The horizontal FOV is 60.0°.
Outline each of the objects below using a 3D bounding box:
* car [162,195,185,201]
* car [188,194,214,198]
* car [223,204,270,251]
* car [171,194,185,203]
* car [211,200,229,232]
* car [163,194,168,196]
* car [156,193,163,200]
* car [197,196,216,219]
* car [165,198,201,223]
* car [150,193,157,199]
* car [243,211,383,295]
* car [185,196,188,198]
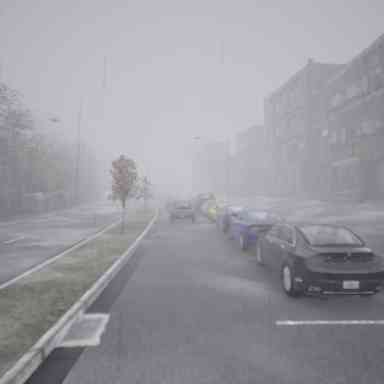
[{"bbox_3d":[-2.446,1.490,42.883,1.994,1.385,4.181,0,0,-7],"label":"car"},{"bbox_3d":[1.327,1.191,36.477,2.435,2.045,5.566,0,0,-6],"label":"car"},{"bbox_3d":[2.788,1.480,14.233,2.097,1.535,5.008,0,0,-2],"label":"car"},{"bbox_3d":[-2.812,1.293,64.050,1.946,1.575,5.366,0,0,-11],"label":"car"},{"bbox_3d":[2.568,1.477,19.797,2.097,1.535,5.008,0,0,-2],"label":"car"},{"bbox_3d":[-4.266,1.283,70.940,2.163,1.488,4.792,0,0,-12],"label":"car"},{"bbox_3d":[-6.555,1.186,80.261,2.097,1.535,5.008,0,0,-14],"label":"car"},{"bbox_3d":[1.832,1.456,31.091,1.946,1.575,5.366,0,0,-4],"label":"car"},{"bbox_3d":[-0.784,1.477,25.606,2.128,1.511,4.902,0,0,-4],"label":"car"},{"bbox_3d":[-9.385,1.097,90.882,2.231,1.521,4.892,0,0,-15],"label":"car"},{"bbox_3d":[2.953,1.482,8.673,2.231,1.521,4.892,0,0,-1],"label":"car"},{"bbox_3d":[-0.855,1.357,53.207,1.946,1.575,5.366,0,0,-9],"label":"car"}]
